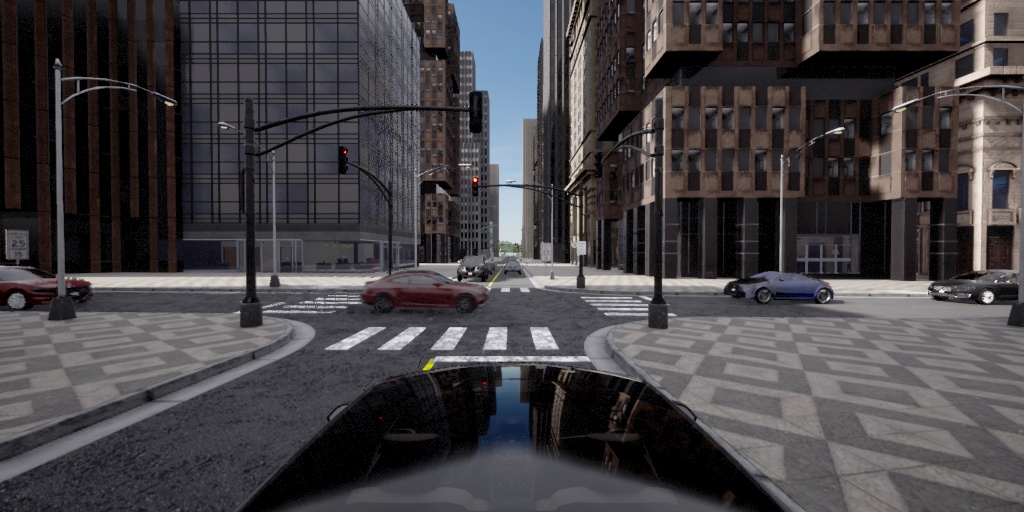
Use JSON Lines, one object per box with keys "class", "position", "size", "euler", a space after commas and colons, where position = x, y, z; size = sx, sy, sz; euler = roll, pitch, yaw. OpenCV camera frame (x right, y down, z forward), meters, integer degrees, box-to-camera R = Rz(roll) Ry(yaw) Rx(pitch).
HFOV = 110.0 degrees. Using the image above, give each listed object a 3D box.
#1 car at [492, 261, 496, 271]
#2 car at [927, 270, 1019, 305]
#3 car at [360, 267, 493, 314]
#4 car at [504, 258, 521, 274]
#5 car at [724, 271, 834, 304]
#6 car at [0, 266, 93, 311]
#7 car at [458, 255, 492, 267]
{"class": "car", "position": [-3.121, 1.307, 39.565], "size": [1.994, 1.385, 4.181], "euler": [0, 0, 0]}
{"class": "car", "position": [22.304, 1.411, 16.602], "size": [4.892, 1.490, 1.837], "euler": [0, 1, 0]}
{"class": "car", "position": [-3.177, 1.282, 13.340], "size": [4.674, 1.442, 1.812], "euler": [0, 1, 0]}
{"class": "car", "position": [0.072, 1.289, 41.235], "size": [2.033, 1.411, 5.357], "euler": [0, 0, 0]}
{"class": "car", "position": [12.223, 1.396, 16.577], "size": [4.181, 1.385, 1.994], "euler": [0, 1, 0]}
{"class": "car", "position": [-18.709, 1.112, 13.296], "size": [5.008, 1.535, 1.882], "euler": [1, 1, 0]}
{"class": "car", "position": [-3.121, 0.969, 29.538], "size": [2.150, 2.045, 5.566], "euler": [0, 0, 0]}
